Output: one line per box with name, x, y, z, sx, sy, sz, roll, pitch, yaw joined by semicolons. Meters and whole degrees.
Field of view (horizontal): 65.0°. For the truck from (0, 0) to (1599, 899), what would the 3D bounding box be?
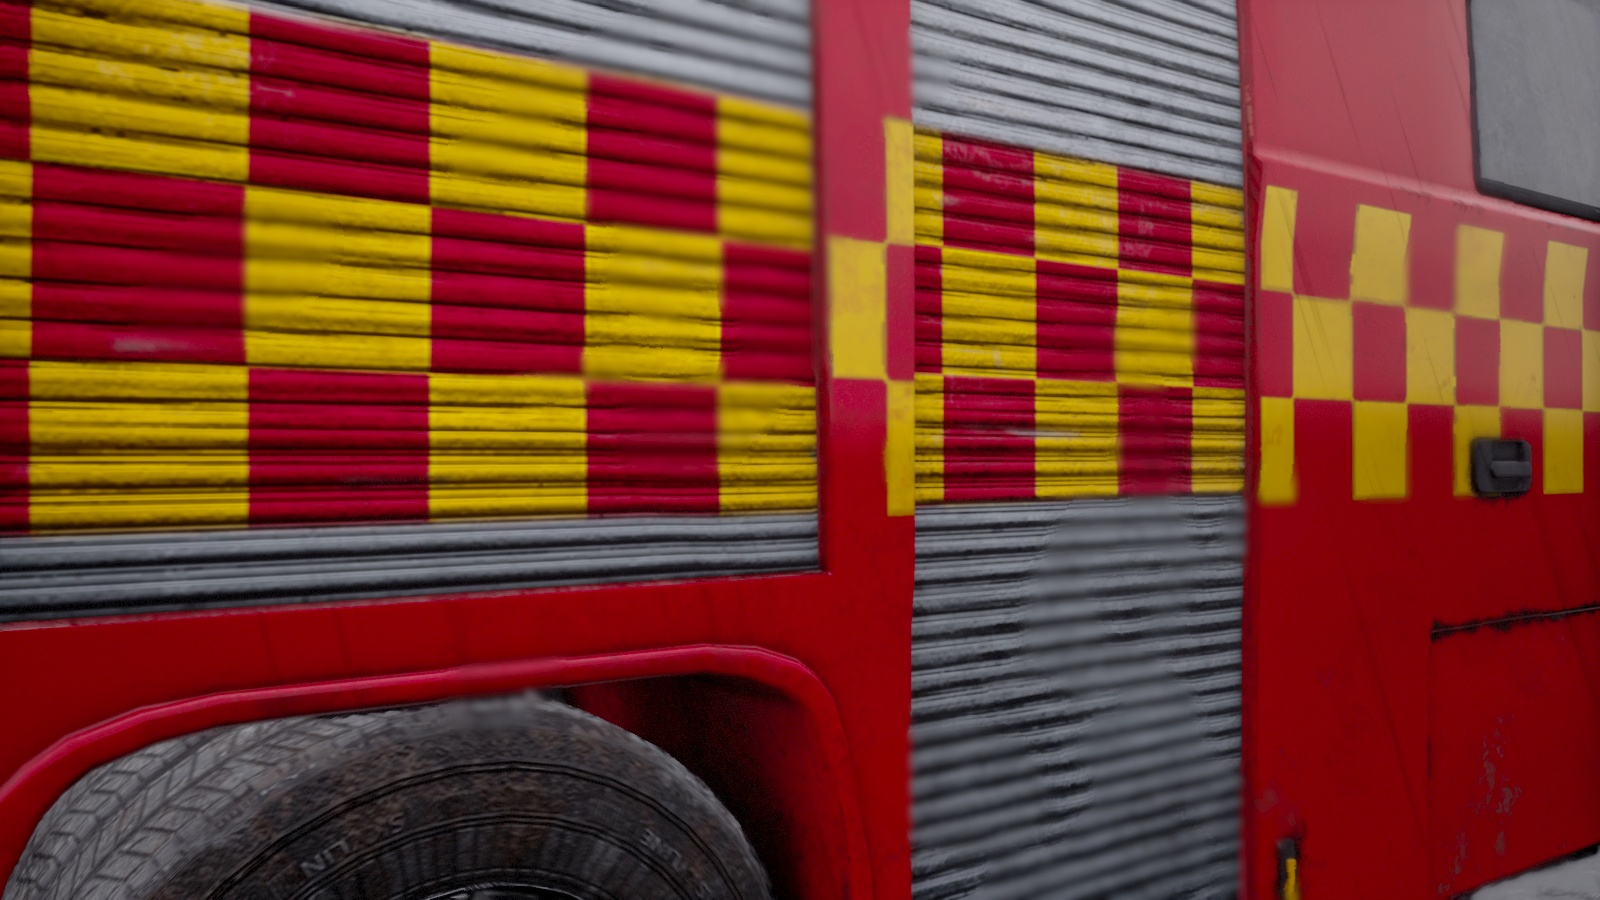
truck;0.972;-0.411;4.340;8.468;3.827;2.891;0;0;-35
